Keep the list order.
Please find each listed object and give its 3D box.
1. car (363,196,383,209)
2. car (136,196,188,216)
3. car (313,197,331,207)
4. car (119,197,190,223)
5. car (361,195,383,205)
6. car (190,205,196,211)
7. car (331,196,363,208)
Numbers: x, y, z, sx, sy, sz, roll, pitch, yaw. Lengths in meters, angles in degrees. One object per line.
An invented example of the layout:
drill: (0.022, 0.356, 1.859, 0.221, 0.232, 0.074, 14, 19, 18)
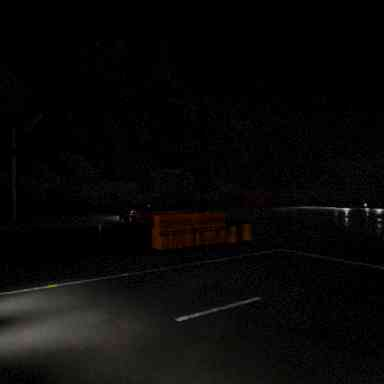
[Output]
car: (24.583, 1.328, 43.046, 4.892, 1.490, 1.837, -1, 1, -35)
car: (-2.846, 1.304, 32.064, 4.553, 1.767, 2.097, 0, 0, -36)
car: (19.572, 1.431, 48.069, 4.718, 1.301, 1.895, 0, 0, -35)
car: (-2.797, 1.325, 23.498, 4.553, 1.767, 2.097, 0, 0, -36)
car: (31.045, 1.316, 56.205, 5.357, 1.411, 2.033, 0, 0, -35)
car: (-1.817, 1.483, 28.498, 4.674, 1.442, 1.812, 0, 0, -36)
car: (21.518, 1.335, 45.158, 4.892, 1.490, 1.837, 0, 0, -35)
